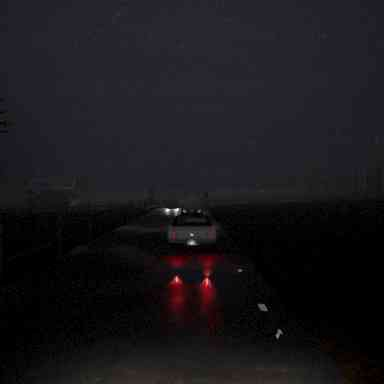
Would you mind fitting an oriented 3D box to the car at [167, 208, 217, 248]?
[{"bbox_3d":[0.000,1.618,14.680,1.895,1.301,4.718,0,0,0],"label":"car"}]

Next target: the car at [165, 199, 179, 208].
[{"bbox_3d":[-2.750,1.626,47.651,1.994,1.385,4.181,0,0,0],"label":"car"}]

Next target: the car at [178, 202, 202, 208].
[{"bbox_3d":[0.000,1.623,29.680,1.895,1.301,4.718,0,0,0],"label":"car"}]
